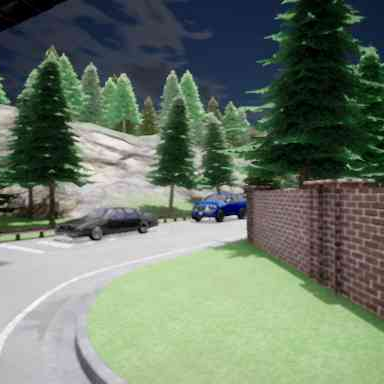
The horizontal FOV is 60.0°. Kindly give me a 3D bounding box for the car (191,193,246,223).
[{"bbox_3d":[2.177,1.123,25.186,2.150,2.045,5.566,0,0,35],"label":"car"}]

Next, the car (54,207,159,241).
[{"bbox_3d":[-3.908,1.448,16.364,2.033,1.411,5.357,0,0,35],"label":"car"}]
